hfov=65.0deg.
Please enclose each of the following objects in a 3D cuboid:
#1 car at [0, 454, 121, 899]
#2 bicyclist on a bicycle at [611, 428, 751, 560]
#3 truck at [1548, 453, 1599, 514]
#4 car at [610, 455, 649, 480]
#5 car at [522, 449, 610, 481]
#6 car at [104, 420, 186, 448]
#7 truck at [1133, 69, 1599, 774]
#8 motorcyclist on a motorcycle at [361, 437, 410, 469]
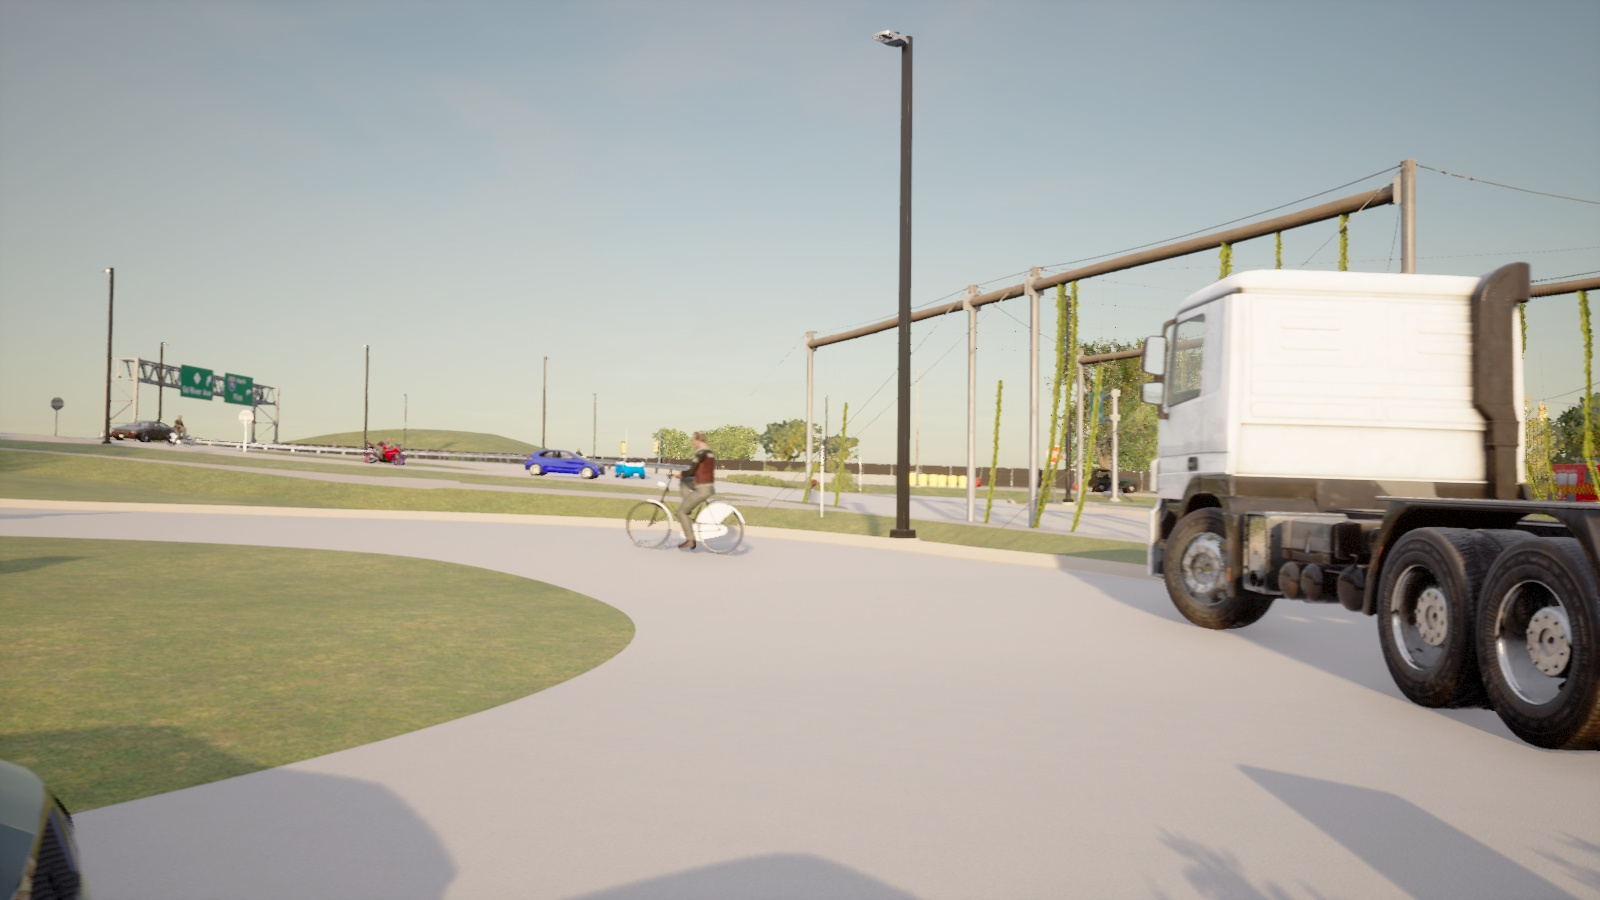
[{"bbox_3d":[-3.198,0.738,1.471,4.193,1.474,1.816,0,0,-28],"label":"car"},{"bbox_3d":[-1.726,0.616,18.214,1.843,1.776,0.659,3,1,18],"label":"bicyclist on a bicycle"},{"bbox_3d":[52.096,2.192,81.021,2.891,3.827,8.468,2,-1,3],"label":"truck"},{"bbox_3d":[-10.064,1.047,73.935,1.481,1.376,2.207,1,1,-32],"label":"car"},{"bbox_3d":[-12.442,0.814,66.925,4.193,1.474,1.816,3,-2,1],"label":"car"},{"bbox_3d":[-41.708,-0.988,80.143,2.033,1.411,5.357,4,-1,4],"label":"car"},{"bbox_3d":[5.228,-0.059,9.618,2.891,3.462,7.936,1,-1,-2],"label":"truck"},{"bbox_3d":[-22.228,0.192,67.402,2.191,1.530,0.866,4,-2,4],"label":"motorcyclist on a motorcycle"}]
